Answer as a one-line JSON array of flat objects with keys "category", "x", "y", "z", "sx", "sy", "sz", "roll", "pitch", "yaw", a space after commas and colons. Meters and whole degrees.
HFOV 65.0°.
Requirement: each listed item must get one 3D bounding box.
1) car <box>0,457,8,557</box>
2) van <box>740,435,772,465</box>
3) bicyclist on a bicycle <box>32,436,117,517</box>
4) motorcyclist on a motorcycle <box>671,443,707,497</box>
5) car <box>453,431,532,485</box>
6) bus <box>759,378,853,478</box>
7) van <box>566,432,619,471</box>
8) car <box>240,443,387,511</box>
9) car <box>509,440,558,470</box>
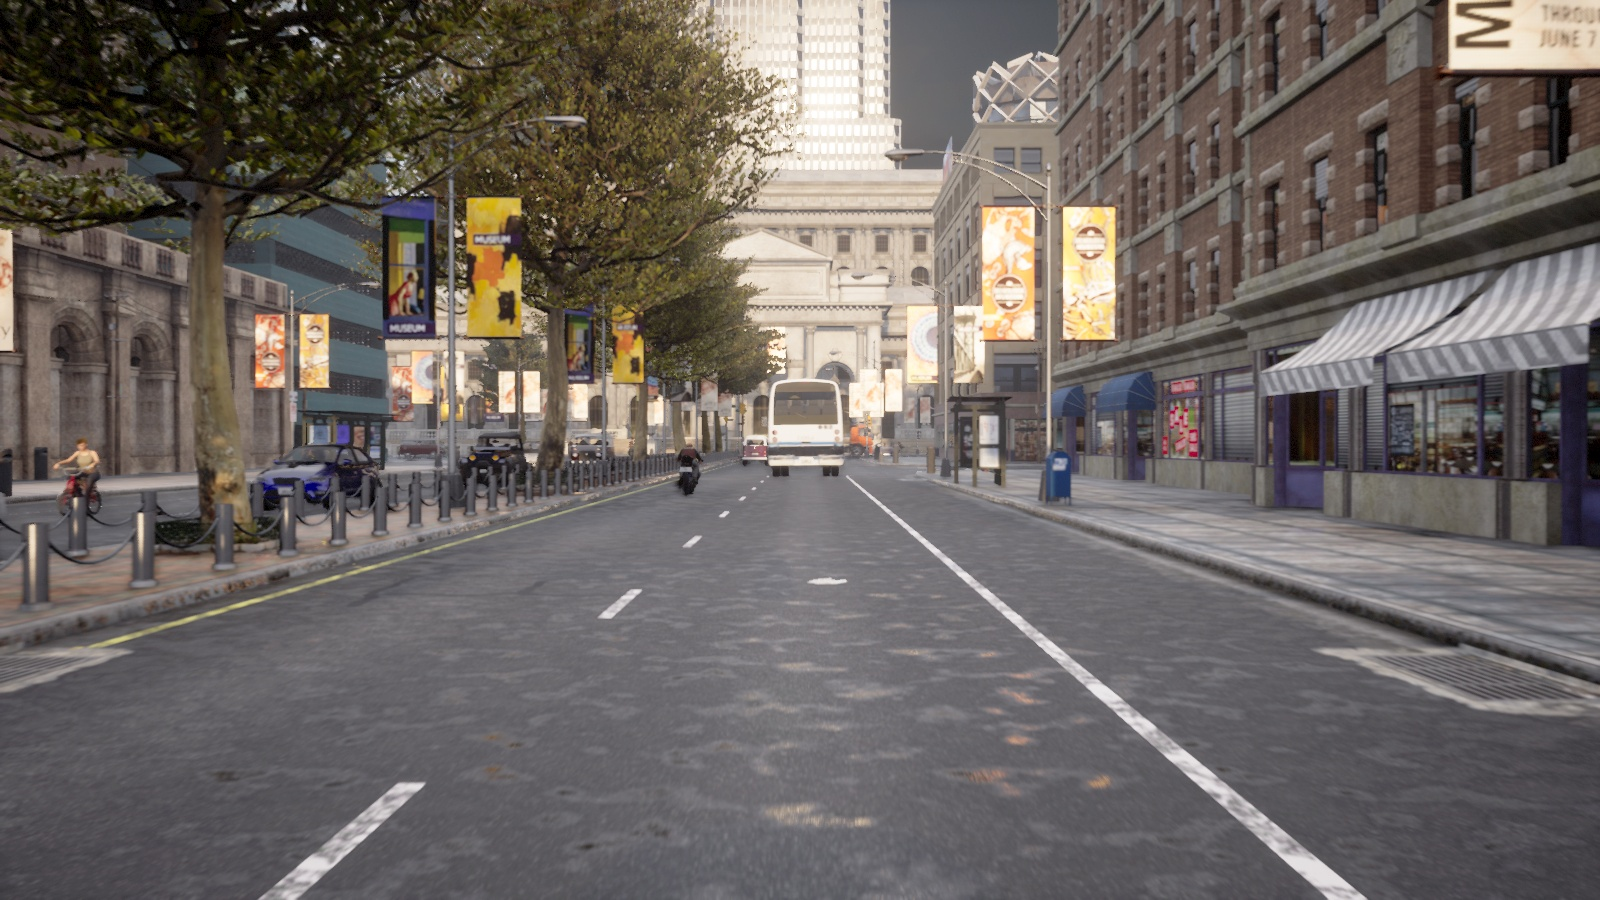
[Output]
[{"category": "car", "x": -11.404, "y": 0.757, "z": 14.204, "sx": 1.895, "sy": 1.301, "sz": 4.718, "roll": 0, "pitch": 0, "yaw": 0}, {"category": "van", "x": -2.995, "y": -0.019, "z": 86.352, "sx": 2.069, "sy": 2.038, "sz": 4.480, "roll": 0, "pitch": 0, "yaw": 0}, {"category": "bicyclist on a bicycle", "x": -14.844, "y": 0.526, "z": 25.737, "sx": 0.866, "sy": 1.612, "sz": 1.509, "roll": 0, "pitch": 0, "yaw": 0}, {"category": "motorcyclist on a motorcycle", "x": -3.274, "y": 0.570, "z": 37.143, "sx": 0.866, "sy": 1.530, "sz": 2.191, "roll": 0, "pitch": 0, "yaw": 0}, {"category": "car", "x": -11.223, "y": 0.274, "z": 46.095, "sx": 1.905, "sy": 1.878, "sz": 3.866, "roll": 0, "pitch": 0, "yaw": 0}, {"category": "bus", "x": 0.230, "y": -0.963, "z": 59.064, "sx": 3.944, "sy": 4.253, "sz": 10.273, "roll": -1, "pitch": 0, "yaw": 0}, {"category": "van", "x": -11.103, "y": 0.081, "z": 67.418, "sx": 2.069, "sy": 2.038, "sz": 4.480, "roll": 0, "pitch": 0, "yaw": 0}, {"category": "car", "x": -11.318, "y": 0.585, "z": 29.515, "sx": 1.816, "sy": 1.474, "sz": 4.193, "roll": 0, "pitch": 0, "yaw": 0}, {"category": "car", "x": -14.594, "y": 0.244, "z": 68.976, "sx": 1.851, "sy": 1.617, "sz": 3.988, "roll": 0, "pitch": 0, "yaw": 0}]
